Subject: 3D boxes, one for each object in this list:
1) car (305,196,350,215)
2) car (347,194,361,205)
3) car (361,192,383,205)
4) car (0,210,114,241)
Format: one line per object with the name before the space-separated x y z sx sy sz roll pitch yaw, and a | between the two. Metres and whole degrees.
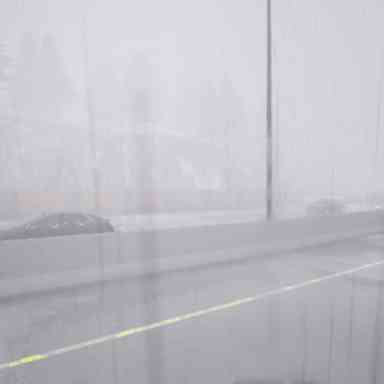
car | 12.559 1.378 31.217 4.892 1.490 1.837 0 0 -40
car | 25.970 1.111 53.899 2.097 1.767 4.553 0 0 41
car | 28.526 0.961 51.506 2.150 2.045 5.566 0 0 41
car | -5.526 1.496 12.994 4.892 1.490 1.837 -1 1 -36
